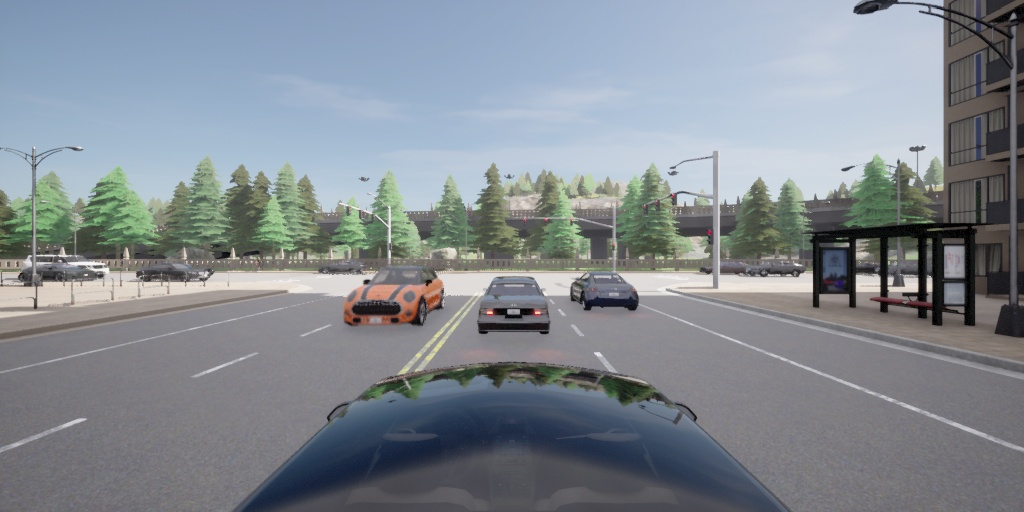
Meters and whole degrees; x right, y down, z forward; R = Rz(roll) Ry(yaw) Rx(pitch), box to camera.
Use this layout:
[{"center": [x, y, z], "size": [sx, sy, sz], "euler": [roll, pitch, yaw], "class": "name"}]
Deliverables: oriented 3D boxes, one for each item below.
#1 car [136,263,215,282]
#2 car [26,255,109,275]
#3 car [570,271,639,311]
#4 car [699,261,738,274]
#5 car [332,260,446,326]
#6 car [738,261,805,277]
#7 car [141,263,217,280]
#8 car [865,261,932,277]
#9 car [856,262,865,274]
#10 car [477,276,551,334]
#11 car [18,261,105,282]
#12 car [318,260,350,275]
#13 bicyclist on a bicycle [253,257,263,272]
[{"center": [-25.548, 1.220, 27.100], "size": [4.674, 1.442, 1.812], "euler": [0, 0, -1], "class": "car"}, {"center": [-38.077, 0.916, 30.623], "size": [5.566, 2.045, 2.150], "euler": [0, 0, -1], "class": "car"}, {"center": [3.580, 1.314, 14.556], "size": [1.994, 1.385, 4.181], "euler": [0, 0, 0], "class": "car"}, {"center": [22.412, 1.241, 37.131], "size": [5.357, 1.411, 2.033], "euler": [0, 0, 1], "class": "car"}, {"center": [-3.565, 1.102, 11.648], "size": [2.097, 1.767, 4.553], "euler": [0, 0, 0], "class": "car"}, {"center": [24.528, 1.186, 33.550], "size": [4.902, 1.511, 2.128], "euler": [0, 0, 2], "class": "car"}, {"center": [-28.361, 1.295, 30.632], "size": [4.718, 1.301, 1.895], "euler": [0, 0, 1], "class": "car"}, {"center": [36.198, 1.185, 32.747], "size": [4.902, 1.511, 2.128], "euler": [0, 0, 10], "class": "car"}, {"center": [35.573, 1.295, 36.461], "size": [4.718, 1.301, 1.895], "euler": [0, 0, 8], "class": "car"}, {"center": [0.060, 1.297, 10.545], "size": [2.033, 1.411, 5.357], "euler": [0, 0, 1], "class": "car"}, {"center": [-34.242, 1.258, 27.125], "size": [4.181, 1.385, 1.994], "euler": [0, 0, 0], "class": "car"}, {"center": [-17.732, 1.185, 37.706], "size": [4.902, 1.511, 2.128], "euler": [0, 0, 1], "class": "car"}, {"center": [-29.460, 0.995, 41.648], "size": [0.582, 1.620, 1.656], "euler": [0, 0, 1], "class": "bicyclist on a bicycle"}]
